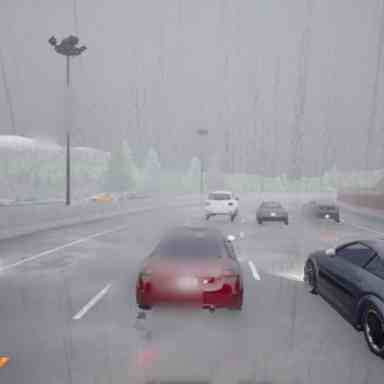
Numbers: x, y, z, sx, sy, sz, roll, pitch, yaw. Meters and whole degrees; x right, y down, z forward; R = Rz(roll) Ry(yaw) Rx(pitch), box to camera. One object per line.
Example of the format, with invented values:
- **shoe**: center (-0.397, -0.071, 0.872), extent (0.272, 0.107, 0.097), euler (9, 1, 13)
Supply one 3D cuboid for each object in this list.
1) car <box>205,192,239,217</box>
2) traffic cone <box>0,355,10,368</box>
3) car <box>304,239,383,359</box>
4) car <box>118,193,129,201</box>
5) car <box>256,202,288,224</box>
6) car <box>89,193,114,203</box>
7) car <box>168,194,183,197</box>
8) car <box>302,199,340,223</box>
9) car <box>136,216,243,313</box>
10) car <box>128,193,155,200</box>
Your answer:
- **car**: center (2.383, 0.991, 25.715), extent (2.150, 2.045, 5.566), euler (0, 1, 11)
- **traffic cone**: center (-2.573, 1.912, 4.233), extent (0.340, 0.580, 0.340), euler (0, 1, -1)
- **car**: center (3.446, 1.515, 5.831), extent (1.994, 1.385, 4.181), euler (0, 1, 2)
- **car**: center (-10.678, 0.976, 56.262), extent (1.837, 1.490, 4.892), euler (0, 1, 21)
- **car**: center (5.440, 1.364, 22.835), extent (1.994, 1.385, 4.181), euler (0, 1, 10)
- **car**: center (-14.901, 0.956, 55.032), extent (1.882, 1.535, 5.008), euler (0, 1, 20)
- **car**: center (-2.798, 1.024, 57.229), extent (2.033, 1.411, 5.357), euler (0, 1, 23)
- **car**: center (9.175, 1.301, 23.865), extent (1.837, 1.490, 4.892), euler (0, 0, 10)
- **car**: center (0.056, 1.494, 7.631), extent (1.994, 1.385, 4.181), euler (0, 1, 3)
- **car**: center (-7.836, 1.099, 53.939), extent (1.895, 1.301, 4.718), euler (0, 1, 21)
